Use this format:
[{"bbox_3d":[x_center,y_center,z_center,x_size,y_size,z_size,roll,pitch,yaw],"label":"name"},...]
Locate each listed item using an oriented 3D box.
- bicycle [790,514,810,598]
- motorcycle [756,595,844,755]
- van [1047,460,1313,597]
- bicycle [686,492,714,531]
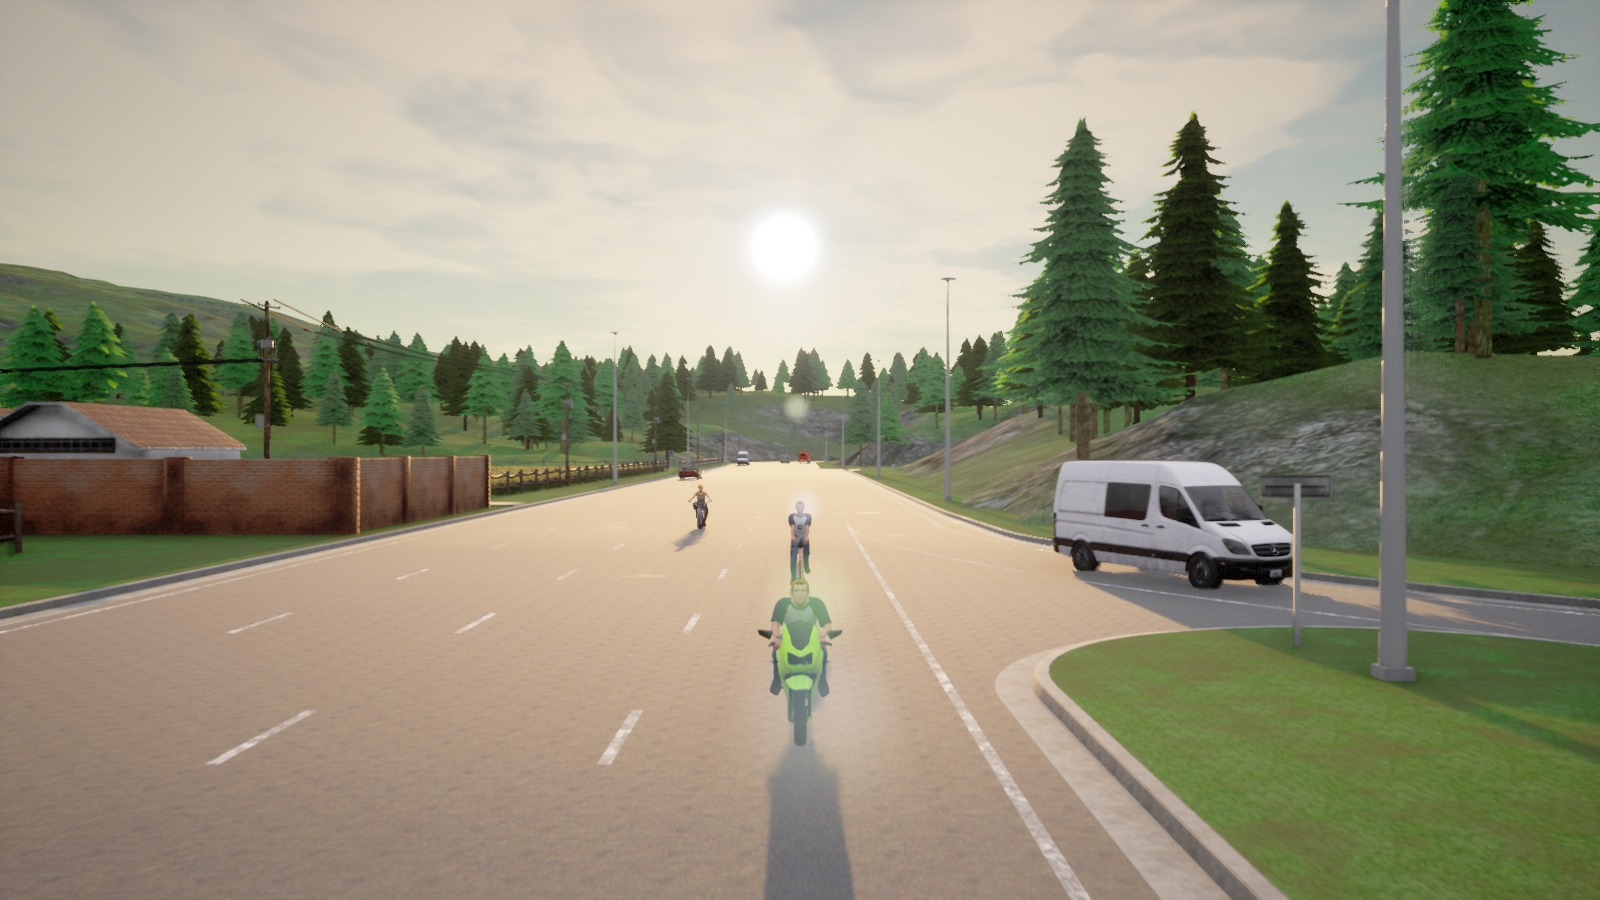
[{"bbox_3d":[0.002,2.056,22.450,0.373,1.496,1.643,0,0,0],"label":"bicycle"},{"bbox_3d":[0.001,2.186,11.462,0.803,1.199,2.033,0,0,0],"label":"motorcycle"},{"bbox_3d":[8.063,1.534,25.010,1.988,2.561,5.915,0,0,-25],"label":"van"},{"bbox_3d":[-3.497,2.158,40.174,0.859,1.277,1.487,0,0,0],"label":"bicycle"}]
